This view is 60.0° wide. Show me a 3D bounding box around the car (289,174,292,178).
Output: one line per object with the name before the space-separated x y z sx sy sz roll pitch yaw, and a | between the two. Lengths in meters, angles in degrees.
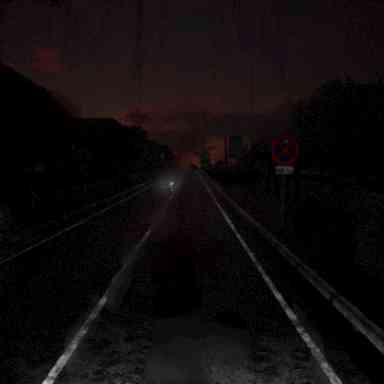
car | 18.851 -2.777 53.765 4.892 1.521 2.231 0 5 0

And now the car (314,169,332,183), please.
car | 18.866 -1.824 42.704 4.892 1.521 2.231 0 5 0

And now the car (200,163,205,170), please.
car | 5.739 -6.291 89.283 5.566 2.045 2.435 0 5 0

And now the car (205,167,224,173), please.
car | 5.766 -5.738 86.519 4.674 1.452 2.002 0 5 0

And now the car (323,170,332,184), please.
car | 18.889 -1.558 39.942 4.792 1.488 2.163 0 5 0

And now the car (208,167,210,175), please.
car | 5.804 -3.409 61.390 4.792 1.488 2.163 0 5 0

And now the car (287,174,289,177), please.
car | 18.851 -3.019 56.533 5.008 1.535 2.097 0 5 0

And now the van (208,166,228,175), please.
van | 5.888 -4.953 75.330 4.442 1.987 1.878 0 5 0

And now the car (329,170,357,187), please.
car | 18.675 -1.352 37.174 5.366 1.575 1.946 0 5 0

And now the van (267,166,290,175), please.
van | 18.968 -4.751 73.104 4.442 1.987 1.878 0 5 0

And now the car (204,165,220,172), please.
car | 5.735 -6.691 94.877 4.553 1.767 2.185 0 5 0

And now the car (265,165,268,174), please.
car | 18.881 -4.516 70.338 5.566 2.045 2.435 0 5 0

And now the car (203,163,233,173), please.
car | 5.744 -4.716 72.536 5.566 2.045 2.435 0 5 0

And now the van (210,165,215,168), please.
van | 5.660 -3.173 55.784 4.442 1.987 1.878 0 5 0

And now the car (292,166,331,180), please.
car | 18.828 -2.790 50.980 5.566 2.045 2.435 0 5 0

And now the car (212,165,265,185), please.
car | 5.752 -1.994 41.814 5.566 2.045 2.435 0 5 0

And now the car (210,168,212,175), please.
car | 5.772 -2.706 53.007 5.008 1.535 2.097 0 5 0

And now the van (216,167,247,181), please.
van | 5.895 -2.690 50.195 4.442 1.987 1.878 0 5 0

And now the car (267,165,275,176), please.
car | 18.824 -4.261 67.573 5.566 2.045 2.435 0 5 0

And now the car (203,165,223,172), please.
car | 5.738 -6.553 92.074 5.566 2.045 2.435 0 5 0

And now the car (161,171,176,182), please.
car | -3.284 -2.211 47.318 2.128 1.511 4.902 0 5 0

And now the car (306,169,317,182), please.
car | 18.864 -2.064 45.470 5.008 1.535 2.097 0 5 0

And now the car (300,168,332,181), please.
car | 18.863 -2.302 48.236 5.008 1.535 2.097 0 5 0

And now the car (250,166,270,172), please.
car | 18.852 -6.344 92.470 4.892 1.521 2.231 0 5 0

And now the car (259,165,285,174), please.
car | 18.879 -5.296 78.628 5.566 2.045 2.435 0 5 0

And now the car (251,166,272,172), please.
car | 18.662 -6.088 89.705 5.366 1.575 1.946 0 5 0

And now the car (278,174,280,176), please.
car | 18.825 -3.476 62.063 4.792 1.488 2.163 0 5 0

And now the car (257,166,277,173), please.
car | 18.879 -5.691 84.168 4.553 1.767 2.185 0 5 0

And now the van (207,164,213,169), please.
van | 5.889 -4.428 69.750 4.442 1.987 1.878 0 5 0

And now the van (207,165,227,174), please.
van | 5.887 -5.215 78.121 4.442 1.987 1.878 0 5 0

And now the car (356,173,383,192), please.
car | 18.833 -0.843 31.646 4.792 1.488 2.163 0 5 0
